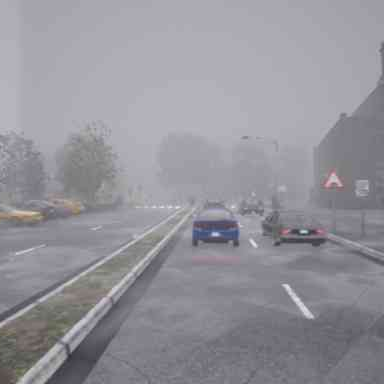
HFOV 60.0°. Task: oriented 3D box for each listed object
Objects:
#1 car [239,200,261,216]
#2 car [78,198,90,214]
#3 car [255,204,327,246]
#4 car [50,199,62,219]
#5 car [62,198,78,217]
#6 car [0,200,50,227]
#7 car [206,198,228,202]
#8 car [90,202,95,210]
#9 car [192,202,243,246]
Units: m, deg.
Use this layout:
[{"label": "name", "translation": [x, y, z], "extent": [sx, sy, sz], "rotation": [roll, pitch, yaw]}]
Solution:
[{"label": "car", "translation": [5.230, 1.378, 29.821], "extent": [1.895, 1.301, 4.718], "rotation": [0, 1, 4]}, {"label": "car", "translation": [-12.390, 1.379, 30.438], "extent": [5.008, 1.535, 2.097], "rotation": [0, 1, 4]}, {"label": "car", "translation": [4.286, 1.495, 14.784], "extent": [2.033, 1.411, 5.357], "rotation": [0, 0, 4]}, {"label": "car", "translation": [-12.778, 1.468, 24.948], "extent": [4.792, 1.488, 2.163], "rotation": [0, 0, 4]}, {"label": "car", "translation": [-12.579, 1.410, 27.691], "extent": [4.892, 1.521, 2.231], "rotation": [0, 1, 4]}, {"label": "car", "translation": [-12.742, 1.458, 22.180], "extent": [5.366, 1.575, 1.946], "rotation": [0, 0, 4]}, {"label": "car", "translation": [1.984, 1.290, 29.995], "extent": [1.837, 1.490, 4.892], "rotation": [0, 1, 4]}, {"label": "car", "translation": [-12.212, 1.348, 33.187], "extent": [4.892, 1.521, 2.231], "rotation": [0, 1, 4]}, {"label": "car", "translation": [1.042, 1.427, 14.987], "extent": [1.882, 1.535, 5.008], "rotation": [0, 0, 4]}]
